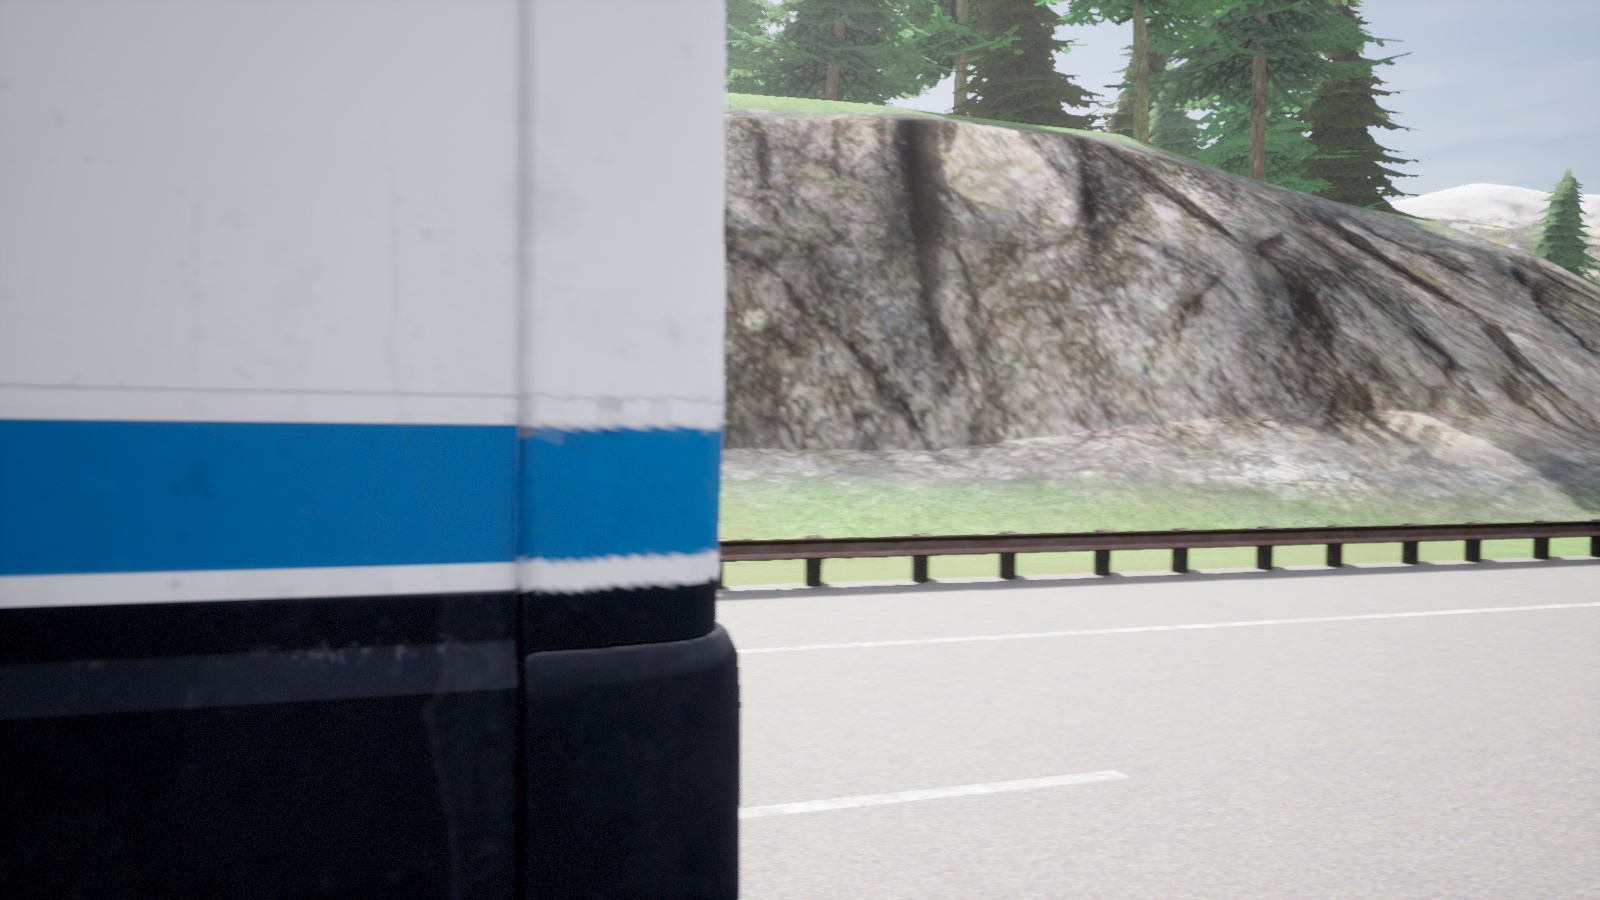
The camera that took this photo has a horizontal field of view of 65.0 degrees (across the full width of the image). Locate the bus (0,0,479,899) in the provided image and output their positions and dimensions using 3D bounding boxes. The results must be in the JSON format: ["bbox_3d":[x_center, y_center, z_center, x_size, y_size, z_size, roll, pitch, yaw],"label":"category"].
[{"bbox_3d":[-5.774,-0.533,1.030,10.273,4.253,3.944,-1,1,-21],"label":"bus"}]
